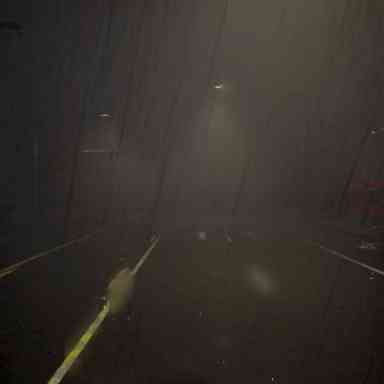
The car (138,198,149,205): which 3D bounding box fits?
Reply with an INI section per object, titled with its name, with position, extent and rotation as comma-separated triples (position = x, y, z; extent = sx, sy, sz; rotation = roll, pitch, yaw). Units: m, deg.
[car]
position = -10.487, 1.998, 72.510
extent = 1.812, 1.442, 4.674
rotation = 0, 0, 0
